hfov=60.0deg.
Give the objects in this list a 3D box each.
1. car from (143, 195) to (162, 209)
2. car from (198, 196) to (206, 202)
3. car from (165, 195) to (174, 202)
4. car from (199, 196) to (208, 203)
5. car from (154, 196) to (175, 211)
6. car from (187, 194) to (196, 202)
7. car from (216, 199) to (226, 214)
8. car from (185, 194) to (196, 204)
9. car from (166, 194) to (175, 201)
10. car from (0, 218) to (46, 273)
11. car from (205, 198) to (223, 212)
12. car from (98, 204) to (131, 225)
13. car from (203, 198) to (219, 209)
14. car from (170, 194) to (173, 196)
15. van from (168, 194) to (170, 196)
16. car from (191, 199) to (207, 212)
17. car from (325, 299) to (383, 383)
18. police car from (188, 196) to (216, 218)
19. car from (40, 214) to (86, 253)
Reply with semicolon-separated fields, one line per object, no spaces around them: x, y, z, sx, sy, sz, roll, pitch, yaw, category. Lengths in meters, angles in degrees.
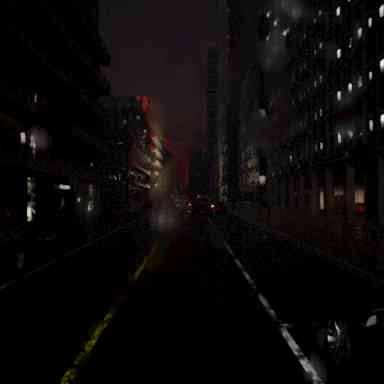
-5.744;1.549;47.102;1.967;1.590;4.097;1;0;0;car
2.576;1.770;86.025;1.802;1.307;4.206;1;0;0;car
-5.801;1.628;85.930;1.967;1.590;4.097;1;0;0;car
2.594;1.692;75.098;1.752;1.417;4.829;1;0;0;car
-3.154;1.590;42.276;2.128;1.511;4.902;0;0;0;car
-0.120;1.439;81.146;2.097;1.767;4.553;0;0;0;car
2.651;1.630;36.093;1.887;1.381;4.507;1;0;0;car
-0.098;1.382;66.203;2.150;2.045;5.566;0;0;0;car
-5.809;1.514;91.476;2.192;1.841;5.009;1;0;0;car
-5.688;1.572;8.274;2.008;1.369;4.403;1;0;0;car
2.645;1.538;41.641;1.967;1.590;4.097;1;0;0;car
-5.712;1.604;24.915;1.887;1.381;4.507;1;0;0;car
2.635;1.655;47.189;1.887;1.381;4.507;1;0;0;car
-5.774;1.469;69.289;2.192;1.841;5.009;1;0;0;car
-5.766;1.484;63.743;1.690;1.788;3.998;1;0;0;van
0.820;1.621;40.569;1.812;1.442;4.674;0;0;0;car
2.699;1.574;2.804;1.947;1.339;4.313;1;0;0;car
0.854;1.498;30.677;1.930;1.638;5.238;0;0;0;police car
-5.697;1.616;13.820;1.802;1.307;4.206;1;0;0;car
